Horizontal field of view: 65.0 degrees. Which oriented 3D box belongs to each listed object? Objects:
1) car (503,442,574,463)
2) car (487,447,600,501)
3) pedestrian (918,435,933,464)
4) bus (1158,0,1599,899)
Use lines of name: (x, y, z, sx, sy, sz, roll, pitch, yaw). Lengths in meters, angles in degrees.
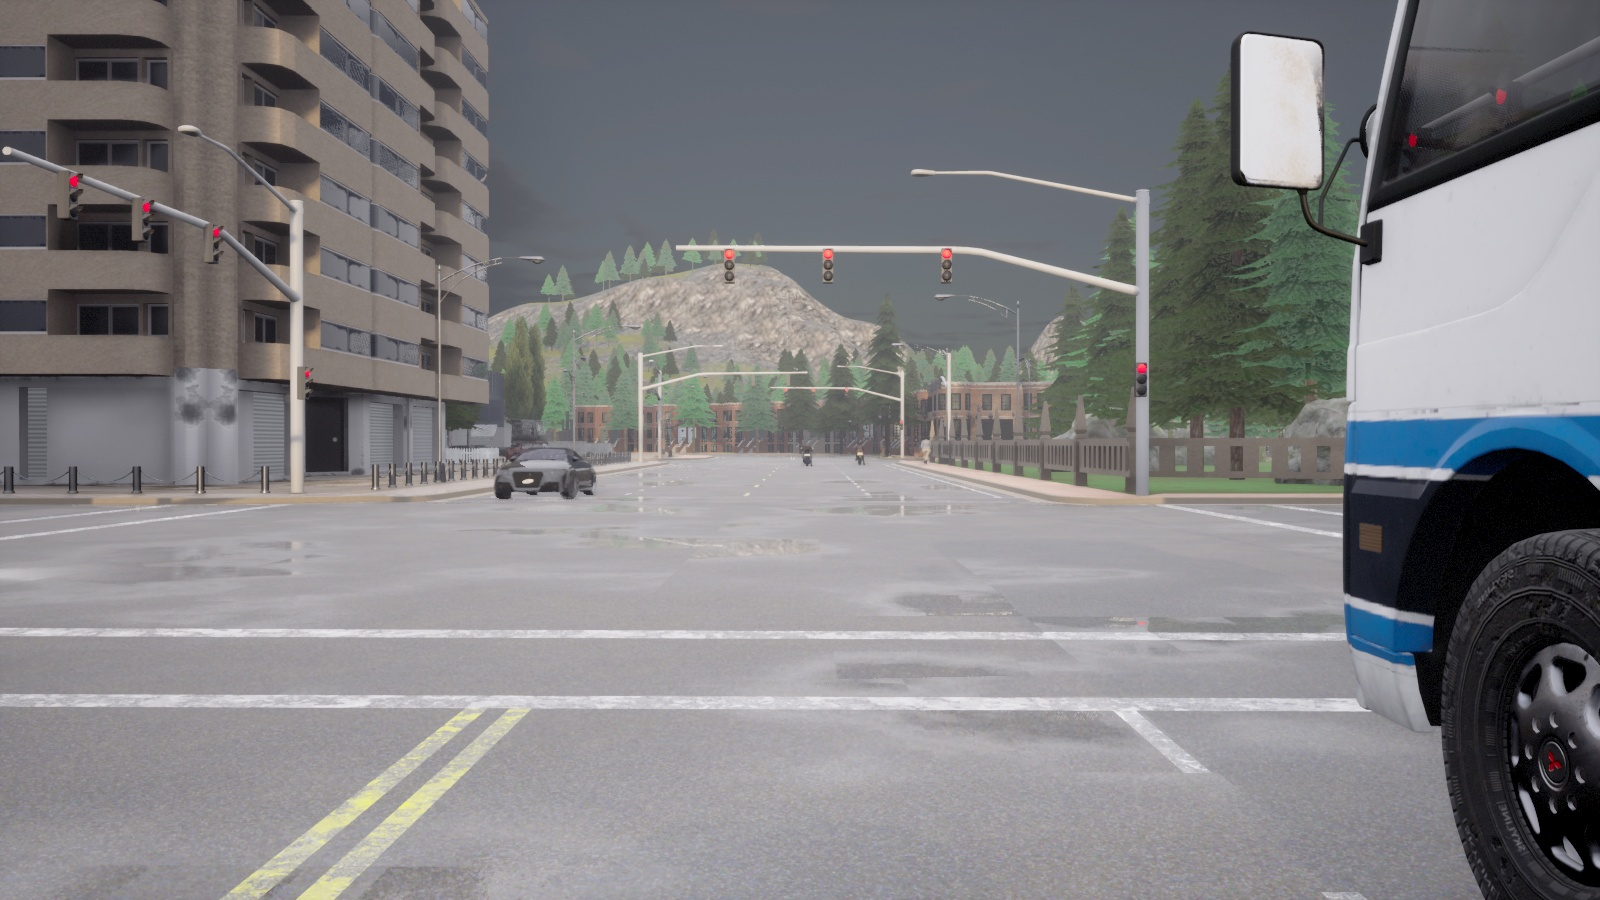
car: (-19.808, 0.170, 95.341, 5.008, 1.535, 1.882, 0, 0, 0)
car: (-6.909, 0.609, 34.298, 1.994, 1.385, 4.181, 0, 0, 4)
pedestrian: (7.947, -0.038, 79.653, 0.874, 1.855, 0.900, 0, 0, 1)
bus: (3.518, -0.629, 0.351, 3.944, 4.253, 10.273, 0, 1, 0)
